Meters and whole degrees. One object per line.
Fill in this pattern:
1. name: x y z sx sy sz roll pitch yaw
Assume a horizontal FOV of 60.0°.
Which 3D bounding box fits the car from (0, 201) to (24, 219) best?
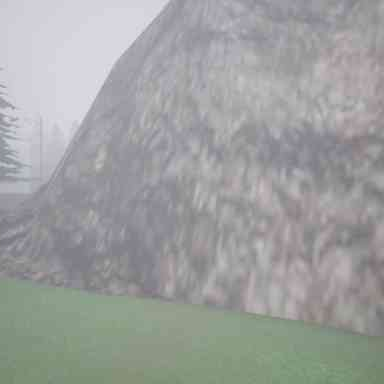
1. car: -16.090 1.492 26.666 2.128 1.511 4.902 0 0 29
